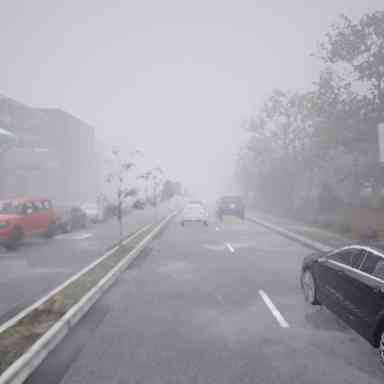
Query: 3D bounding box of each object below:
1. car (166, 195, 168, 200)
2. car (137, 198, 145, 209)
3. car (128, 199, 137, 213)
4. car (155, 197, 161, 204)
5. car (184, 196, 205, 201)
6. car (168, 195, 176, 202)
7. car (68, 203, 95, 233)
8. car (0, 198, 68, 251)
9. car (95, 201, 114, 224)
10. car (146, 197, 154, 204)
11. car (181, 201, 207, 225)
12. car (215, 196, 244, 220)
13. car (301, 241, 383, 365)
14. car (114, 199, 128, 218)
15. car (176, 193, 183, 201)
[{"bbox_3d":[-7.053,1.628,70.355,1.946,1.575,5.366,0,0,5],"label":"car"},{"bbox_3d":[-7.807,1.627,42.739,2.231,1.521,4.892,0,0,0],"label":"car"},{"bbox_3d":[-7.847,1.658,37.188,2.002,1.452,4.674,0,0,0],"label":"car"},{"bbox_3d":[-7.472,1.666,63.326,2.163,1.488,4.792,0,0,3],"label":"car"},{"bbox_3d":[0.517,1.648,42.543,2.128,1.511,4.902,0,0,2],"label":"car"},{"bbox_3d":[-6.073,1.618,81.330,1.946,1.575,5.366,0,0,7],"label":"car"},{"bbox_3d":[-7.964,1.605,20.517,2.163,1.488,4.792,0,0,0],"label":"car"},{"bbox_3d":[-8.004,1.303,14.973,2.435,2.045,5.566,0,0,0],"label":"car"},{"bbox_3d":[-7.926,1.632,26.095,2.002,1.452,4.674,0,0,0],"label":"car"},{"bbox_3d":[-7.729,1.637,53.731,2.097,1.535,5.008,0,0,1],"label":"car"},{"bbox_3d":[0.144,1.636,25.019,1.812,1.442,4.674,0,0,0],"label":"car"},{"bbox_3d":[3.331,1.348,29.765,2.150,2.045,5.566,0,0,1],"label":"car"},{"bbox_3d":[3.257,1.519,5.254,2.128,1.511,4.902,0,0,0],"label":"car"},{"bbox_3d":[-7.886,1.635,31.611,2.163,1.488,4.792,0,0,0],"label":"car"},{"bbox_3d":[-4.640,1.609,92.564,2.231,1.521,4.892,0,0,9],"label":"car"}]
